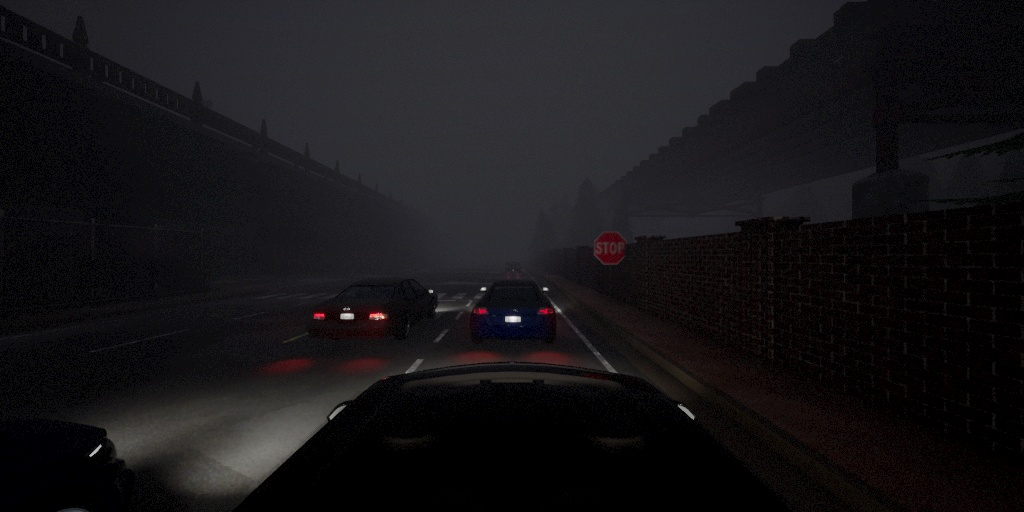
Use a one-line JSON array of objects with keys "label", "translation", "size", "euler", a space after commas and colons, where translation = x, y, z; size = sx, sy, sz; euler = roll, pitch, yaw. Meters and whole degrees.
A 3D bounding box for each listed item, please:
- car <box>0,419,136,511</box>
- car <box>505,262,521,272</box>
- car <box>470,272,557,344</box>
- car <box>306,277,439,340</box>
[{"label": "car", "translation": [-3.396, 1.276, 0.359], "size": [1.812, 1.442, 4.674], "euler": [0, 0, 0]}, {"label": "car", "translation": [0.114, 1.351, 43.782], "size": [1.895, 1.301, 4.718], "euler": [0, 0, -1]}, {"label": "car", "translation": [0.063, 1.314, 9.634], "size": [1.994, 1.385, 4.181], "euler": [0, 0, 1]}, {"label": "car", "translation": [-3.420, 1.298, 9.934], "size": [2.033, 1.411, 5.357], "euler": [0, 0, 0]}]
